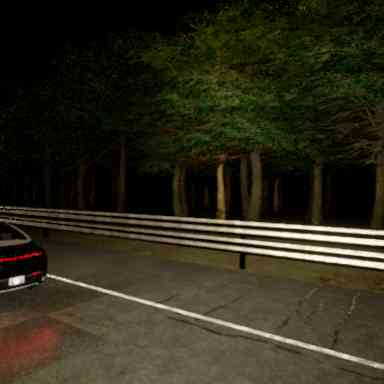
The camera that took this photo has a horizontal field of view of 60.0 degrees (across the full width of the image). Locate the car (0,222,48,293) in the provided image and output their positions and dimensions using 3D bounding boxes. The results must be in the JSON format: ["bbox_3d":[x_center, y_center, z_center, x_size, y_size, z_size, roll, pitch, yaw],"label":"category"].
[{"bbox_3d":[-5.332,1.433,7.795,4.892,1.490,1.837,1,0,36],"label":"car"}]
